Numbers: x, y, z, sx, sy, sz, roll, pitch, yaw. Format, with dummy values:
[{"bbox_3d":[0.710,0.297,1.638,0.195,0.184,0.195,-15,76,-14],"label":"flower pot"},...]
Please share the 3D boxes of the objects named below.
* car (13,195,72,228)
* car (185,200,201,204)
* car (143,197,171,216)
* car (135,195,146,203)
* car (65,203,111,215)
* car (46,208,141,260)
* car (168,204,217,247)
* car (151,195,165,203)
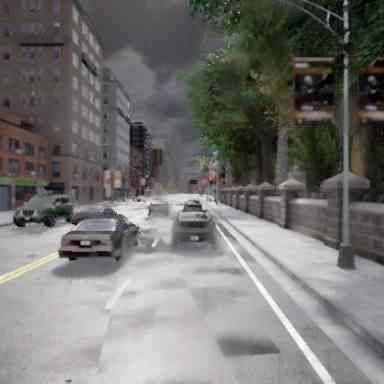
[{"bbox_3d":[-9.849,1.238,22.648,2.150,2.045,5.566,0,0,0],"label":"car"},{"bbox_3d":[0.101,1.529,32.874,1.837,1.490,4.892,0,0,0],"label":"car"},{"bbox_3d":[-3.149,1.515,32.832,2.128,1.511,4.902,0,0,0],"label":"car"},{"bbox_3d":[-9.747,1.331,64.327,1.882,1.535,5.008,0,0,0],"label":"car"},{"bbox_3d":[-6.600,1.564,23.011,2.033,1.411,5.357,0,0,0],"label":"car"},{"bbox_3d":[-3.150,1.556,12.351,2.033,1.411,5.357,0,0,0],"label":"car"},{"bbox_3d":[0.101,1.516,15.115,1.837,1.490,4.892,0,0,0],"label":"car"},{"bbox_3d":[-6.497,1.305,64.327,2.033,1.411,5.357,0,0,0],"label":"car"}]
